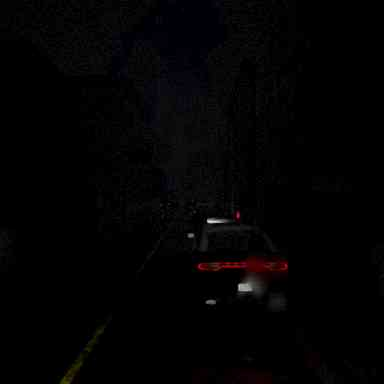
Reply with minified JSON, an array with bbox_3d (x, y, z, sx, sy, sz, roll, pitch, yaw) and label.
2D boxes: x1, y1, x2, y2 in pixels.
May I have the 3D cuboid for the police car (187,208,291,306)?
[{"bbox_3d":[0.917,1.425,8.262,1.930,1.638,5.238,0,0,0],"label":"police car"}]

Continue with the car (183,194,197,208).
[{"bbox_3d":[0.140,1.345,47.927,2.097,1.767,4.553,0,0,1],"label":"car"}]

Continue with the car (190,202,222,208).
[{"bbox_3d":[0.939,1.503,18.152,1.837,1.490,4.892,0,0,0],"label":"car"}]

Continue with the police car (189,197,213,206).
[{"bbox_3d":[0.952,1.422,24.262,1.930,1.638,5.238,0,0,0],"label":"police car"}]

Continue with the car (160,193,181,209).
[{"bbox_3d":[-2.994,1.215,44.739,2.150,2.045,5.566,0,0,0],"label":"car"}]
